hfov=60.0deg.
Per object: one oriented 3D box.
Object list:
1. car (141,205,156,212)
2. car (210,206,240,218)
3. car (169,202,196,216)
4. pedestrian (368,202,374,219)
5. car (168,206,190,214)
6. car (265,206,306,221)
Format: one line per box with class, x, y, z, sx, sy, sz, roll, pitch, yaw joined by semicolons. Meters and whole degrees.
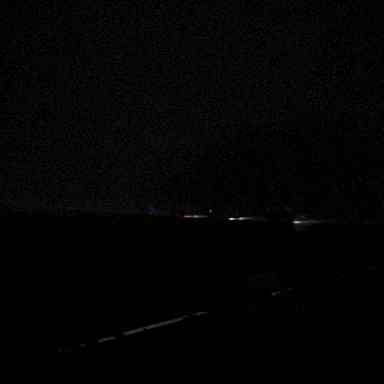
car;-9.387;3.569;71.277;1.812;1.442;4.674;1;-2;-33
car;4.297;2.581;43.789;1.837;1.490;4.892;1;-2;-33
car;-1.563;2.645;52.769;2.150;2.045;5.566;1;-2;-33
pedestrian;18.936;1.918;35.302;0.375;1.860;0.375;-2;1;-33
car;-2.443;3.280;60.832;1.895;1.301;4.718;1;-2;-33
car;9.818;2.259;35.353;1.812;1.442;4.674;1;-2;-33
